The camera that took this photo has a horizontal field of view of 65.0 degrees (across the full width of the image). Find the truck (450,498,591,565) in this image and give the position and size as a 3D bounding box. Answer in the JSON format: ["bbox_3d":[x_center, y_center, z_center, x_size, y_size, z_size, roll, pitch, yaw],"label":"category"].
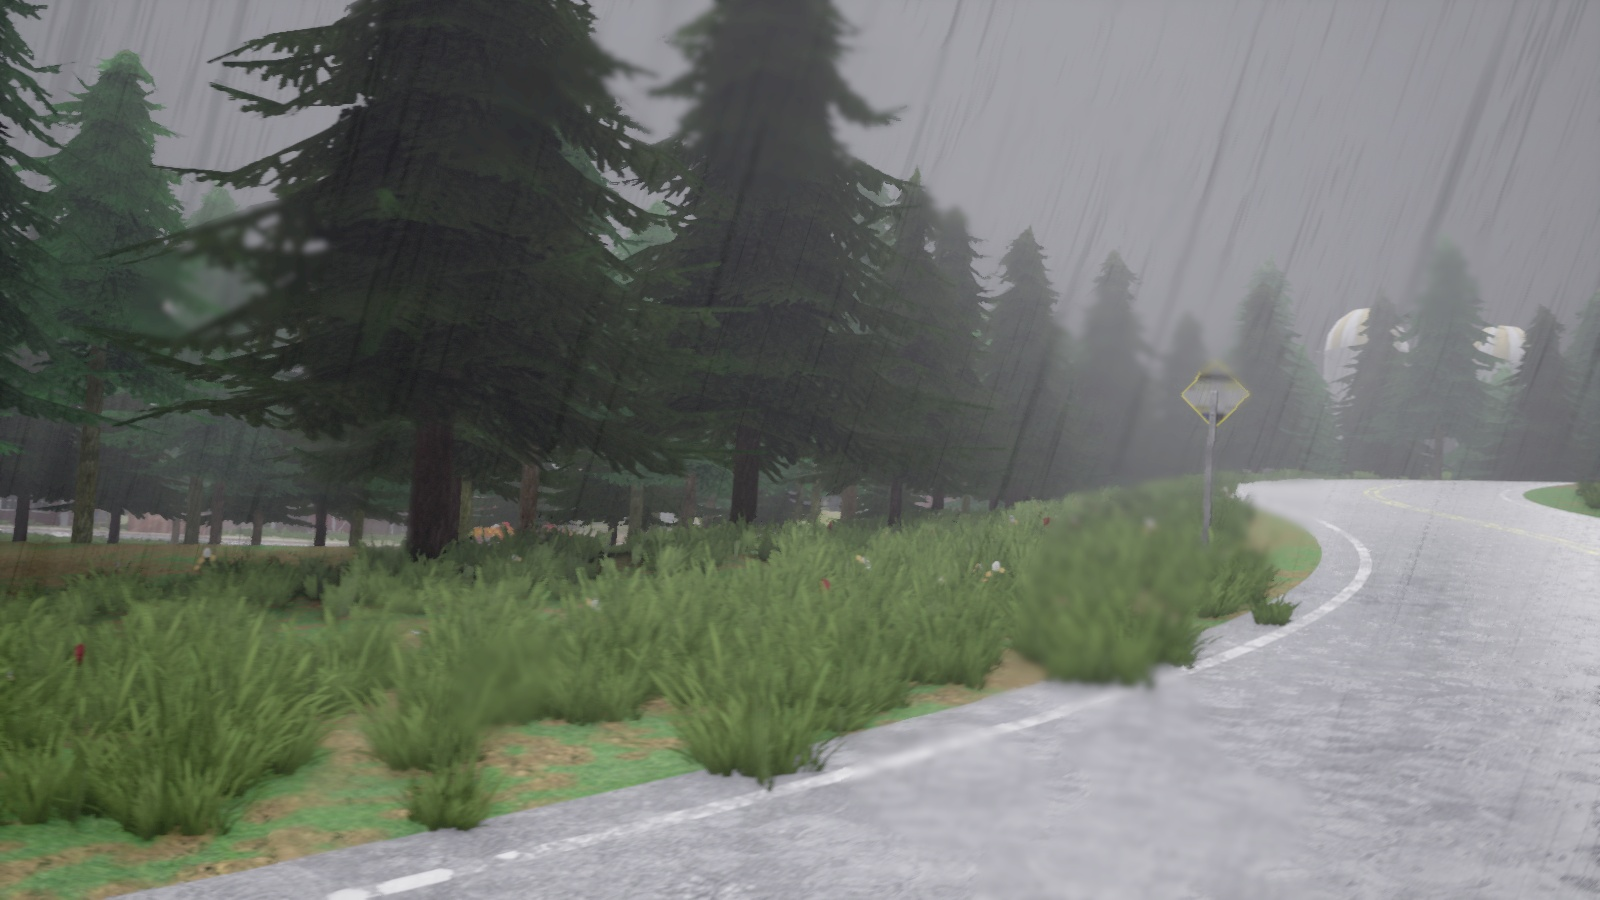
[{"bbox_3d":[-18.123,5.250,81.394,8.468,3.827,2.891,4,-3,-16],"label":"truck"}]
